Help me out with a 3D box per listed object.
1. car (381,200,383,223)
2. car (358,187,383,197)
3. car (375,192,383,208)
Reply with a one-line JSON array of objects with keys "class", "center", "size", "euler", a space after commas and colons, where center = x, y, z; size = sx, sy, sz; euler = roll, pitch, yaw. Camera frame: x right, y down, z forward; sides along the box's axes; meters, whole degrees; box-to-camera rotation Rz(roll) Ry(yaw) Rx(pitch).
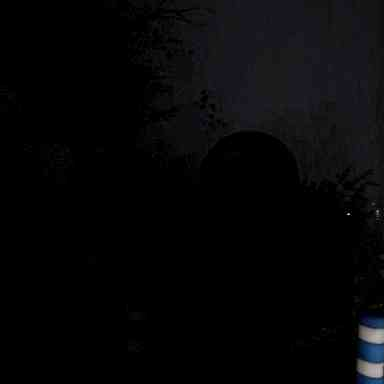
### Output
[{"class": "car", "center": [13.499, 1.385, 21.361], "size": [1.812, 1.442, 4.674], "euler": [4, 2, 34]}, {"class": "car", "center": [44.379, -0.034, 82.526], "size": [5.566, 2.045, 2.435], "euler": [4, 3, 34]}, {"class": "car", "center": [23.217, 1.170, 42.048], "size": [2.128, 1.511, 4.902], "euler": [4, 3, 34]}]
